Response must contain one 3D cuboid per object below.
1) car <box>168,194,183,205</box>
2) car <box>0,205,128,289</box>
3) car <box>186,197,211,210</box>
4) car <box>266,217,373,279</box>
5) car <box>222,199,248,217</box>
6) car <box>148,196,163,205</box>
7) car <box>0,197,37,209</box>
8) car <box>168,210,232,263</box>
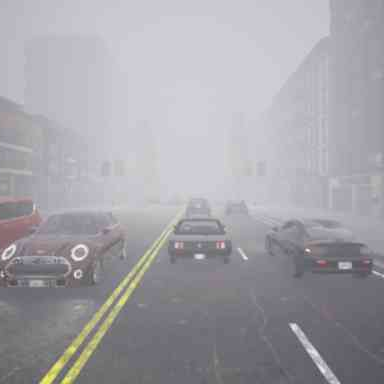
[{"bbox_3d":[-2.497,1.115,51.983,2.097,1.767,4.553,0,0,1],"label":"car"},{"bbox_3d":[-3.229,1.319,9.230,2.097,1.767,4.553,0,0,1],"label":"car"},{"bbox_3d":[0.550,1.217,29.353,2.097,1.767,4.553,0,0,1],"label":"car"},{"bbox_3d":[3.469,1.472,9.769,1.812,1.442,4.674,0,0,1],"label":"car"},{"bbox_3d":[3.803,1.346,29.523,2.128,1.511,4.902,0,0,1],"label":"car"},{"bbox_3d":[-5.728,1.331,52.932,1.994,1.385,4.181,0,0,1],"label":"car"},{"bbox_3d":[-6.471,1.195,9.893,2.150,2.045,5.566,0,0,1],"label":"car"},{"bbox_3d":[0.260,1.547,11.745,1.895,1.301,4.718,0,0,1],"label":"car"}]
